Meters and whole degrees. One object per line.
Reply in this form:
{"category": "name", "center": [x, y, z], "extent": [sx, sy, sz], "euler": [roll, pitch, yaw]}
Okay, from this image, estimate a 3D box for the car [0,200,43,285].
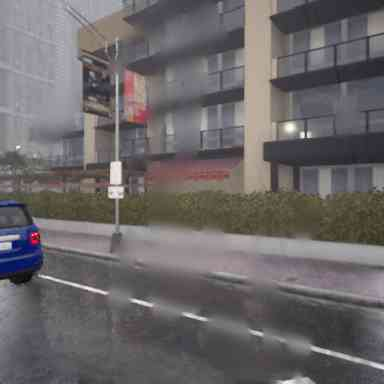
{"category": "car", "center": [-5.974, 1.216, 8.259], "extent": [5.566, 2.045, 2.150], "euler": [-1, 0, 35]}
